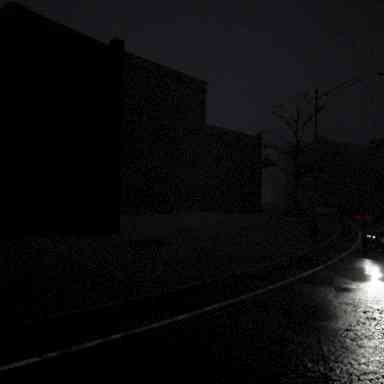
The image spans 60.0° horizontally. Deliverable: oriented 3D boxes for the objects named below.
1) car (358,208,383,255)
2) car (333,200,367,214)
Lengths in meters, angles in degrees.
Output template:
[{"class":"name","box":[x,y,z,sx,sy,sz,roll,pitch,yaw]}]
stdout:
[{"class":"car","box":[8.091,1.605,13.364,2.128,1.511,4.902,1,0,33]},{"class":"car","box":[18.368,1.738,38.818,2.128,1.511,4.902,1,0,-4]}]
